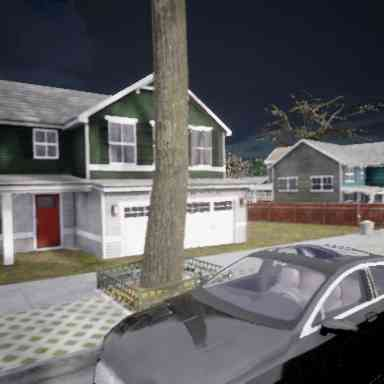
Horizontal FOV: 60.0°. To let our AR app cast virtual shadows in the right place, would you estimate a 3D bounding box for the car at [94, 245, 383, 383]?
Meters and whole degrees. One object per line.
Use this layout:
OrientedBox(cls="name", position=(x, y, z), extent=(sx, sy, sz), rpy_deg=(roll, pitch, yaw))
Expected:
OrientedBox(cls="car", position=(1.307, 1.481, 4.040), extent=(4.902, 1.511, 2.128), rpy_deg=(0, 0, -36))
